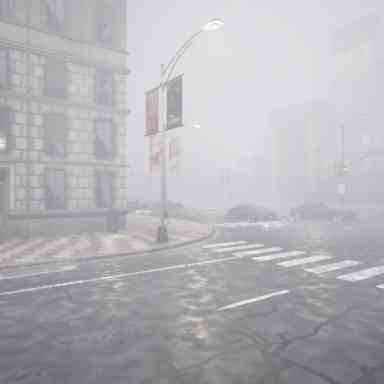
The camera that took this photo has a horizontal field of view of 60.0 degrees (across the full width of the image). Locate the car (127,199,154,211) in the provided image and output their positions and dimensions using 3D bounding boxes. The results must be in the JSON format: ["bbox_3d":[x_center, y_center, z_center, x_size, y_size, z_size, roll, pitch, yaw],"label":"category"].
[{"bbox_3d":[-6.889,1.564,41.491,1.994,1.385,4.181,0,0,-35],"label":"car"}]

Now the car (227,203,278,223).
[{"bbox_3d":[4.523,1.564,25.316,1.994,1.385,4.181,0,0,-32],"label":"car"}]

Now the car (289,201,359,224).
[{"bbox_3d":[9.768,1.477,24.900,1.882,1.535,5.008,0,0,-41],"label":"car"}]

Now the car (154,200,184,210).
[{"bbox_3d":[-2.970,1.600,42.014,1.895,1.301,4.718,0,0,-35],"label":"car"}]
